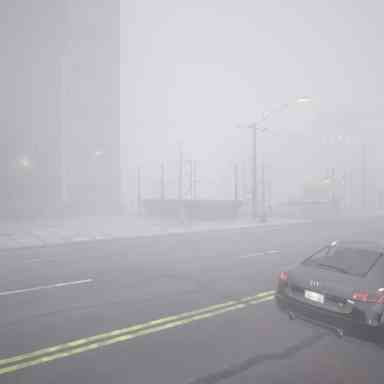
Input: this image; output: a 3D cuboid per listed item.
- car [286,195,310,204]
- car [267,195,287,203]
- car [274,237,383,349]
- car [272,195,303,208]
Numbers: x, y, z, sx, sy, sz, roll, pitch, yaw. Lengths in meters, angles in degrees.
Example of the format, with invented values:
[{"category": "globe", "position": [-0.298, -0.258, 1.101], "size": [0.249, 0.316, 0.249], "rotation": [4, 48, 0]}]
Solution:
[{"category": "car", "position": [20.266, 1.419, 63.789], "size": [4.674, 1.452, 2.002], "rotation": [0, 0, -36]}, {"category": "car", "position": [17.359, 1.451, 67.790], "size": [3.806, 1.475, 1.970], "rotation": [0, 0, -36]}, {"category": "car", "position": [3.499, 1.564, 6.243], "size": [4.181, 1.385, 1.994], "rotation": [0, 0, -36]}, {"category": "car", "position": [13.356, 1.254, 44.728], "size": [4.553, 1.767, 2.185], "rotation": [0, 0, -36]}]
